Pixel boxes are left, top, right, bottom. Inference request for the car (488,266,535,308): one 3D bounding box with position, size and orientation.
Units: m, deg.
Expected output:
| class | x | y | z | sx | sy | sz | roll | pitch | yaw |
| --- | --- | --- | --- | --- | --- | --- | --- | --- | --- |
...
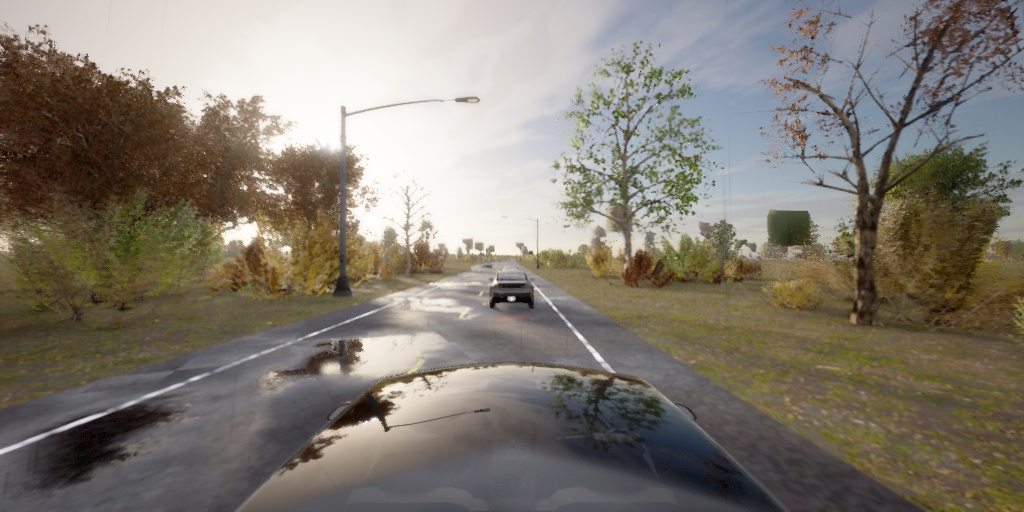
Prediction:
| class | x | y | z | sx | sy | sz | roll | pitch | yaw |
| --- | --- | --- | --- | --- | --- | --- | --- | --- | --- |
| car | -0.012 | 1.394 | 16.148 | 1.837 | 1.490 | 4.892 | 0 | 0 | 0 |
